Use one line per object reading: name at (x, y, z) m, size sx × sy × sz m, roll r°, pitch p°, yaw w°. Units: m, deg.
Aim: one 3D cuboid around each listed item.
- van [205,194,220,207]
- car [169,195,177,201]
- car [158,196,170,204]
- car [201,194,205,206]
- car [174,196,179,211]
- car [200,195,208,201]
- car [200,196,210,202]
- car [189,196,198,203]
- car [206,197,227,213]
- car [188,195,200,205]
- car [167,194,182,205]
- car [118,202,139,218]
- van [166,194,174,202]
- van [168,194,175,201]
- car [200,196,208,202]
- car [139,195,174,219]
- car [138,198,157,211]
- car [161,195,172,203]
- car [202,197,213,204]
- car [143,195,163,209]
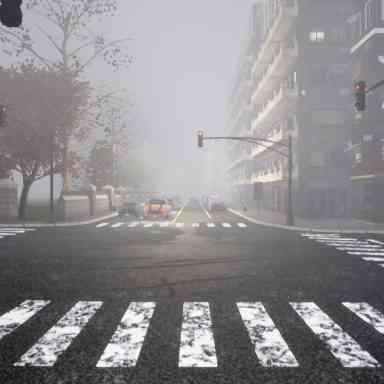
van at (2.846, 1.365, 42.092) m, size 1.690 × 1.788 × 3.998 m, roll 0°, pitch 0°, yaw 0°
car at (-5.351, 1.668, 92.792) m, size 2.008 × 1.369 × 4.403 m, roll 0°, pitch 0°, yaw 0°
car at (-5.453, 1.497, 64.644) m, size 1.967 × 1.590 × 4.097 m, roll 0°, pitch 0°, yaw 0°
car at (2.887, 1.479, 53.352) m, size 1.967 × 1.590 × 4.097 m, roll 0°, pitch 0°, yaw 0°
car at (-2.949, 1.529, 41.296) m, size 1.837 × 1.490 × 4.892 m, roll 0°, pitch 0°, yaw 0°
car at (3.009, 1.543, 87.132) m, size 1.967 × 1.590 × 4.097 m, roll 0°, pitch 0°, yaw 0°
car at (2.968, 1.628, 75.873) m, size 2.008 × 1.369 × 4.403 m, roll 0°, pitch 0°, yaw 0°
car at (0.326, 1.594, 71.156) m, size 1.812 × 1.442 × 4.674 m, roll 0°, pitch 0°, yaw 0°
car at (2.825, 1.563, 36.461) m, size 1.887 × 1.381 × 4.507 m, roll 0°, pitch 0°, yaw 0°
car at (0.326, 1.615, 61.172) m, size 1.994 × 1.385 × 4.181 m, roll 0°, pitch 0°, yaw 0°
car at (-2.833, 1.400, 59.874) m, size 2.097 × 1.767 × 4.553 m, roll 0°, pitch 0°, yaw 1°
car at (-5.575, 1.579, 30.862) m, size 1.947 × 1.339 × 4.313 m, roll 0°, pitch 0°, yaw 0°
van at (-5.392, 1.431, 81.534) m, size 1.690 × 1.788 × 3.998 m, roll 0°, pitch 0°, yaw 0°
van at (-5.371, 1.444, 87.163) m, size 1.690 × 1.788 × 3.998 m, roll 0°, pitch 0°, yaw 0°
car at (2.988, 1.634, 81.503) m, size 1.887 × 1.381 × 4.507 m, roll 0°, pitch 0°, yaw 0°
car at (-2.995, 1.364, 29.107) m, size 2.097 × 1.767 × 4.553 m, roll 0°, pitch 0°, yaw 0°
car at (-5.535, 1.549, 41.953) m, size 1.752 × 1.417 × 4.829 m, roll 0°, pitch 0°, yaw 0°
car at (-5.432, 1.507, 70.273) m, size 1.967 × 1.590 × 4.097 m, roll 0°, pitch 0°, yaw 0°
car at (2.927, 1.602, 64.612) m, size 1.887 × 1.381 × 4.507 m, roll 0°, pitch 0°, yaw 0°
car at (-5.514, 1.346, 47.753) m, size 2.192 × 1.841 × 5.009 m, roll 0°, pitch 0°, yaw 0°
